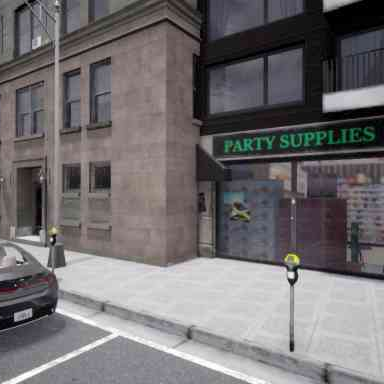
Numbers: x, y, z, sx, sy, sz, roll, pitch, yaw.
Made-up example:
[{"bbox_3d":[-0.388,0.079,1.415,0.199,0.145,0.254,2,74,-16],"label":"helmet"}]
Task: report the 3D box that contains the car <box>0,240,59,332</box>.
[{"bbox_3d":[-4.221,1.551,6.095,4.403,1.369,2.008,0,0,36],"label":"car"}]
